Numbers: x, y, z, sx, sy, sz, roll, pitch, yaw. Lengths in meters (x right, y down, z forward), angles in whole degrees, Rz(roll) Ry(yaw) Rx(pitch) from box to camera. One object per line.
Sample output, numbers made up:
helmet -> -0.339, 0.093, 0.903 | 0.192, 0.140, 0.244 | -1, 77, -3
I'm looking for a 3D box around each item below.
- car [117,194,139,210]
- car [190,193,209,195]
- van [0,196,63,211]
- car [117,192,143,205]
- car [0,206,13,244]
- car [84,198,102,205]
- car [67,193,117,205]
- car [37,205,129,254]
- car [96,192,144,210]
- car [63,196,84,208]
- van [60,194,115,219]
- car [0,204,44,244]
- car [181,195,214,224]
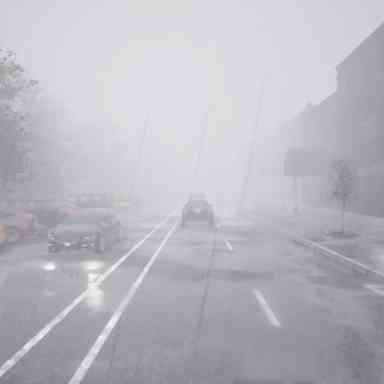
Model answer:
car -> -8.813, 1.366, 35.377 | 5.366, 1.575, 1.946 | -1, 0, -19
car -> 0.648, 1.076, 40.660 | 2.150, 2.045, 5.566 | 0, 0, 1
van -> -9.361, 1.233, 17.496 | 4.442, 1.987, 1.878 | -1, 0, -19
car -> -8.911, 1.102, 38.275 | 5.566, 2.045, 2.435 | -1, 0, -19
car -> -9.521, 1.473, 11.554 | 5.366, 1.575, 1.946 | -1, 0, -19
car -> -9.169, 1.435, 23.467 | 5.008, 1.535, 2.097 | -1, 0, -19
car -> -9.147, 1.171, 26.410 | 5.566, 2.045, 2.435 | -1, 1, -19
car -> -4.114, 1.488, 13.505 | 1.837, 1.490, 4.892 | 0, 0, 1
car -> -8.912, 1.085, 41.203 | 5.566, 2.045, 2.435 | -1, 1, -19
car -> -9.237, 1.322, 20.493 | 4.553, 1.767, 2.185 | -1, 0, -19
van -> -9.179, 1.182, 29.338 | 4.442, 1.987, 1.878 | -1, 1, -19
car -> -9.324, 1.496, 14.566 | 4.792, 1.488, 2.163 | -1, 0, -19
car -> 0.388, 1.293, 23.332 | 2.097, 1.767, 4.553 | 0, 0, 1
